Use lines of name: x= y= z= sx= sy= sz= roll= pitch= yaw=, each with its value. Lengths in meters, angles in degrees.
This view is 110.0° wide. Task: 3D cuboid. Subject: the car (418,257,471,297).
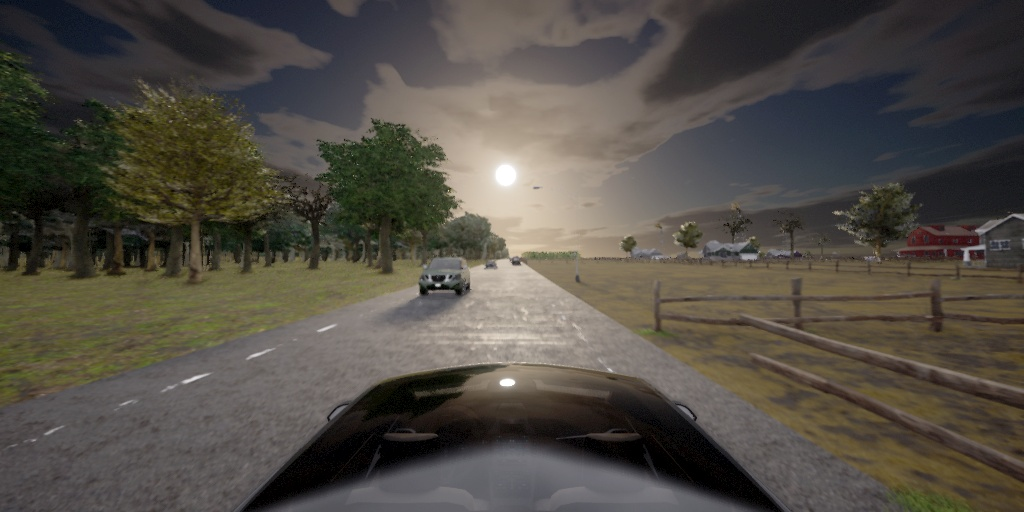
car: x=-3.600 y=1.073 z=20.197 sx=2.150 sy=2.045 sz=5.566 roll=0 pitch=0 yaw=0

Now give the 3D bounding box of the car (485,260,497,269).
car: x=-3.537 y=1.426 z=61.255 sx=1.994 sy=1.385 sz=4.181 roll=0 pitch=0 yaw=1
